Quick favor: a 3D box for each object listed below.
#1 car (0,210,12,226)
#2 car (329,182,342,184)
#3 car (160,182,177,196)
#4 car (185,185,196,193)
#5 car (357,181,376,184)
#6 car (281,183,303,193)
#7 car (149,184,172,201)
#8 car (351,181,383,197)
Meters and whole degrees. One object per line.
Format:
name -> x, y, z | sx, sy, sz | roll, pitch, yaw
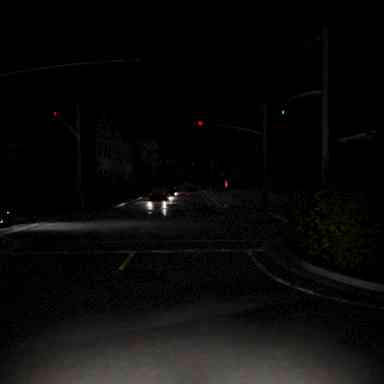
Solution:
car -> -12.112, 1.263, 17.395 | 4.718, 1.301, 1.895 | -1, 2, 0
car -> 25.304, -1.054, 59.484 | 2.152, 1.636, 5.027 | -1, 2, 0
car -> -3.747, -0.469, 48.292 | 2.150, 2.045, 5.566 | -1, 2, -1
car -> -0.173, -0.563, 58.692 | 1.812, 1.442, 4.674 | -1, 2, 0
car -> 19.013, -0.188, 34.213 | 1.905, 1.878, 3.866 | -1, 2, 0
car -> 15.266, -0.542, 52.071 | 2.007, 1.523, 4.514 | -1, 2, 0
car -> -3.718, 0.151, 37.765 | 1.882, 1.535, 5.008 | -1, 2, 0
car -> 22.258, -0.476, 42.094 | 1.932, 1.855, 4.605 | -1, 2, 0
